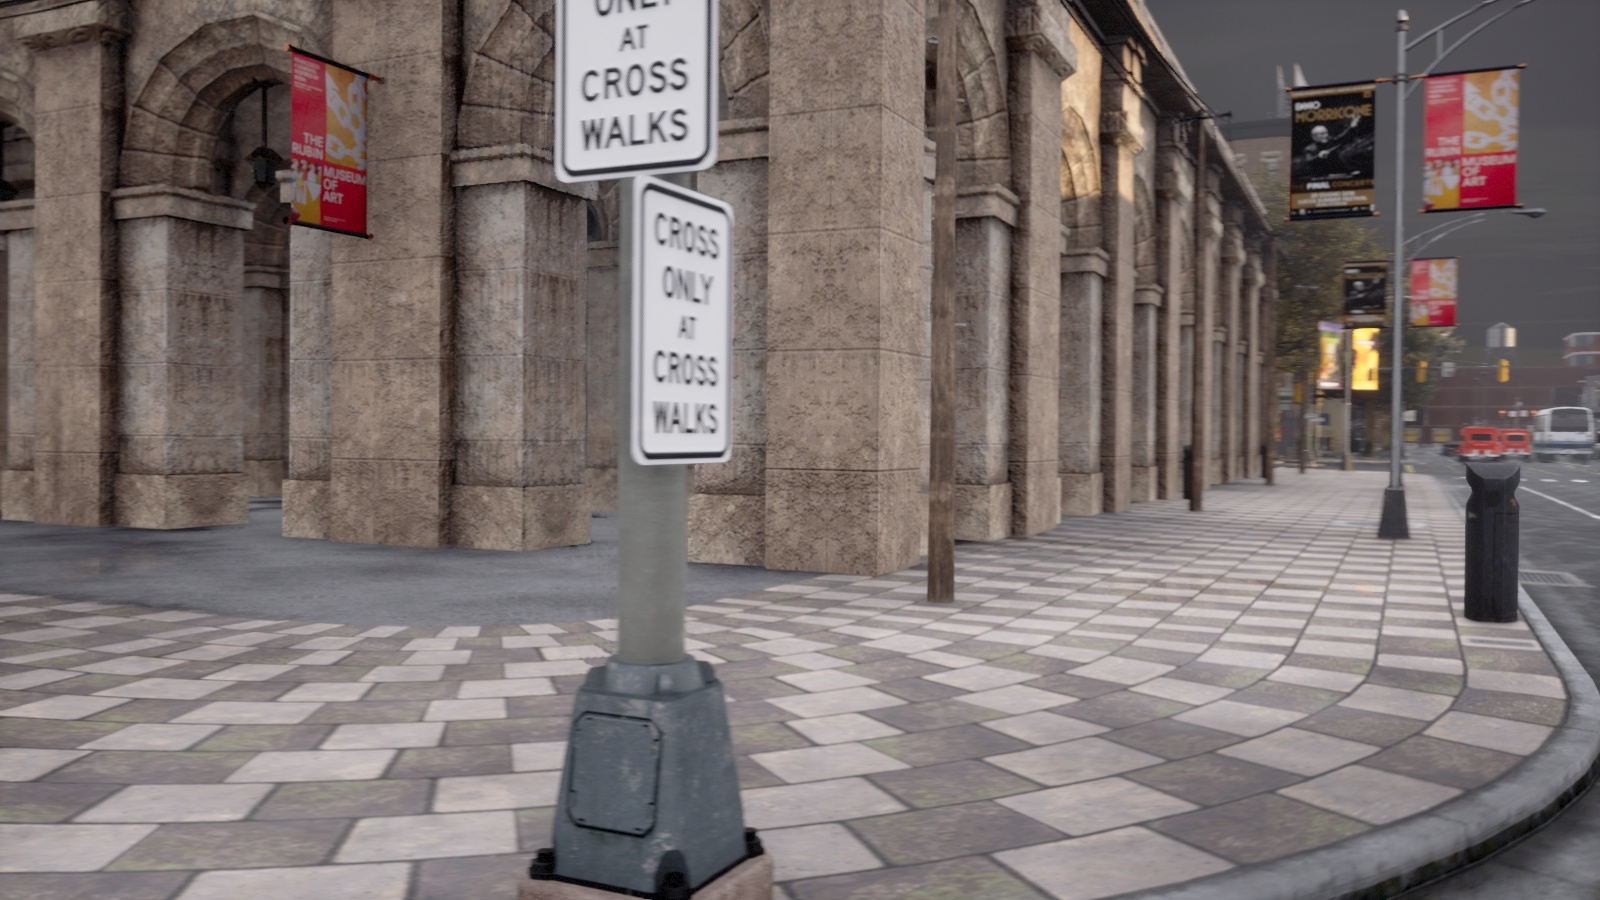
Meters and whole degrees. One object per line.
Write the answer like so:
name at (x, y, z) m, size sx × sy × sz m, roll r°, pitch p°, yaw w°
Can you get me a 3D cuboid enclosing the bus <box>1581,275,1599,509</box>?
bus at (15.283, -1.018, 19.775) m, size 3.944 × 4.253 × 10.273 m, roll 0°, pitch 1°, yaw 26°
